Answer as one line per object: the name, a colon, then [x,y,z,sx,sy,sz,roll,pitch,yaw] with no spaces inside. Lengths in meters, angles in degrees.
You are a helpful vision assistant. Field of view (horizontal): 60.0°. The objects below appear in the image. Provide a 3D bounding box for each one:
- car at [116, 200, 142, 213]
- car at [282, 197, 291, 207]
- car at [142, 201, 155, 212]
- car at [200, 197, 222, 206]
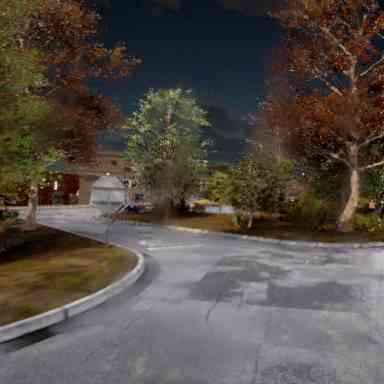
car: [-9.386,1.965,46.761,2.185,1.767,4.553,0,0,-35]
car: [19.139,1.996,67.285,2.435,2.045,5.566,2,-1,-36]
car: [-6.836,2.113,48.647,2.002,1.452,4.674,0,0,-36]
car: [3.342,2.089,71.241,1.946,1.575,5.366,1,0,-36]
